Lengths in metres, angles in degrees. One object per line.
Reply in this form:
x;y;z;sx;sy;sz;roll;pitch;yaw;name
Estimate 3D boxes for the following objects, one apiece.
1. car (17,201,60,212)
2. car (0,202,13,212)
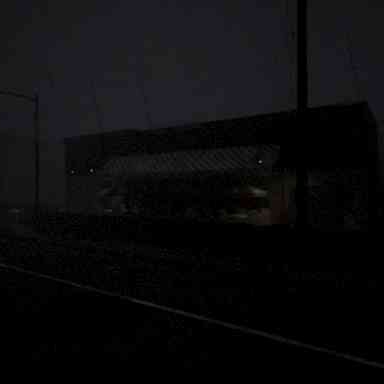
-18.058;1.675;39.499;1.895;1.301;4.718;0;0;26;car
-22.581;1.643;37.891;1.994;1.385;4.181;0;0;16;car
